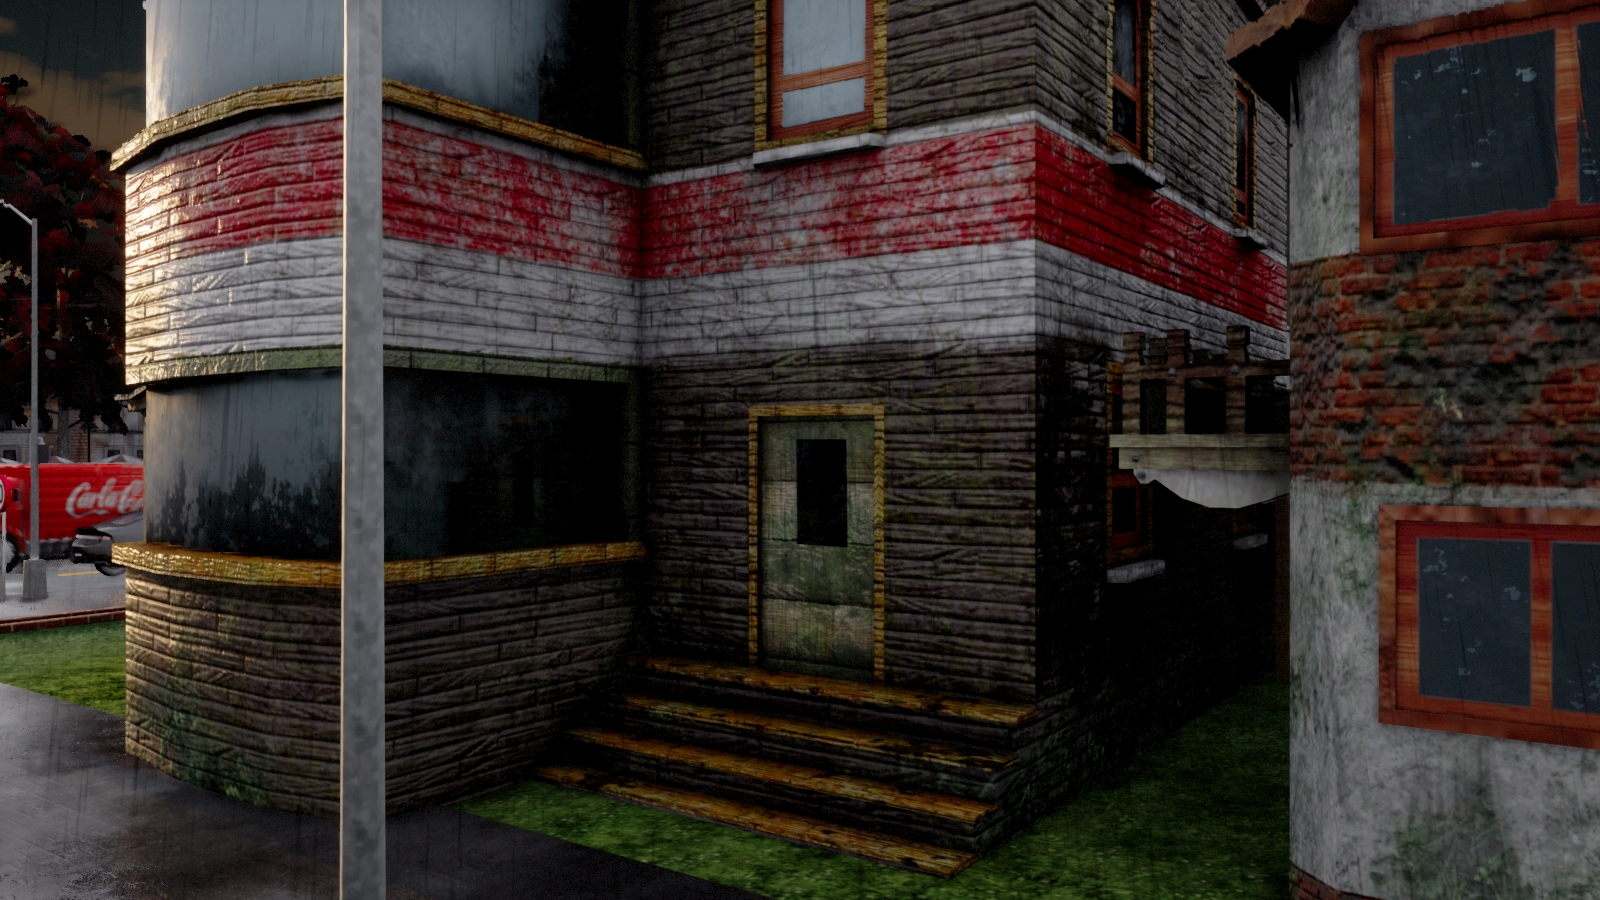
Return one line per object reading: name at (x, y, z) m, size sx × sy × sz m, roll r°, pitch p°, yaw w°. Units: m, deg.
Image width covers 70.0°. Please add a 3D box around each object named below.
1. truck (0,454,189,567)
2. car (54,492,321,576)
truck at (-17.803, 1.336, 27.098) m, size 2.627 × 2.467 × 5.204 m, roll 0°, pitch 0°, yaw 35°
car at (-13.748, 1.817, 25.958) m, size 2.128 × 1.511 × 4.902 m, roll 0°, pitch 0°, yaw 34°
